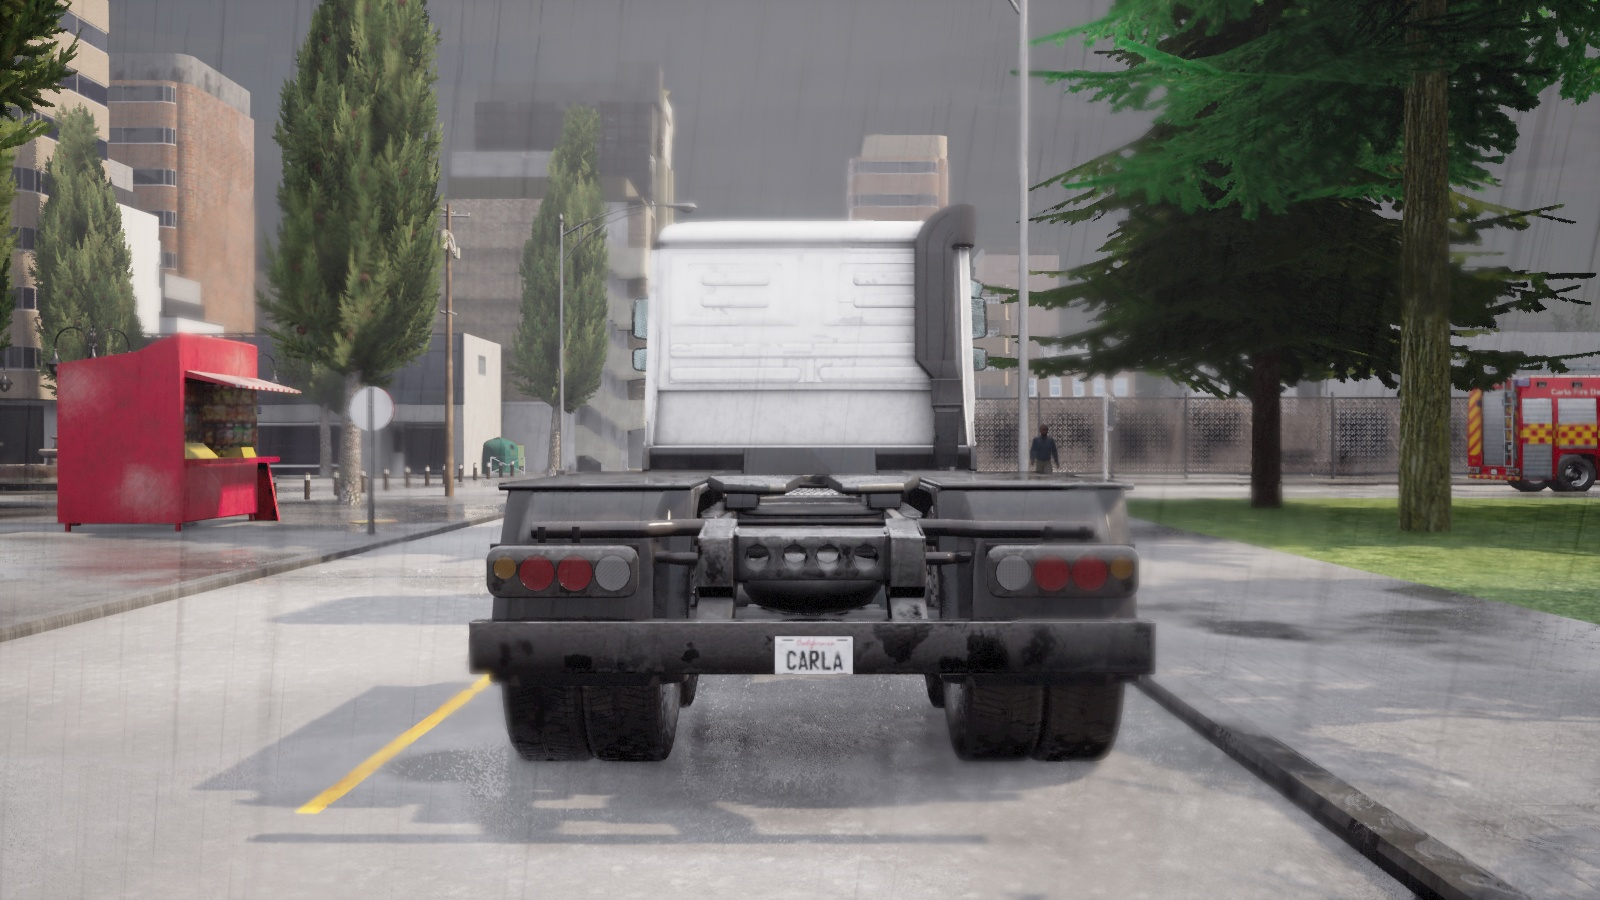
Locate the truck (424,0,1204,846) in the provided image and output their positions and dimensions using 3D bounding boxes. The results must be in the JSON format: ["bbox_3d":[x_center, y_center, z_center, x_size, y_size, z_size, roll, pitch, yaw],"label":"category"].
[{"bbox_3d":[0.072,-0.284,8.629,2.891,3.462,7.936,0,0,0],"label":"truck"}]

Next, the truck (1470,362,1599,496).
[{"bbox_3d":[24.945,-0.609,37.322,8.468,3.827,2.891,0,0,0],"label":"truck"}]

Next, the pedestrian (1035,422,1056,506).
[{"bbox_3d":[5.408,0.304,27.629,0.370,1.835,0.726,0,0,4],"label":"pedestrian"}]
